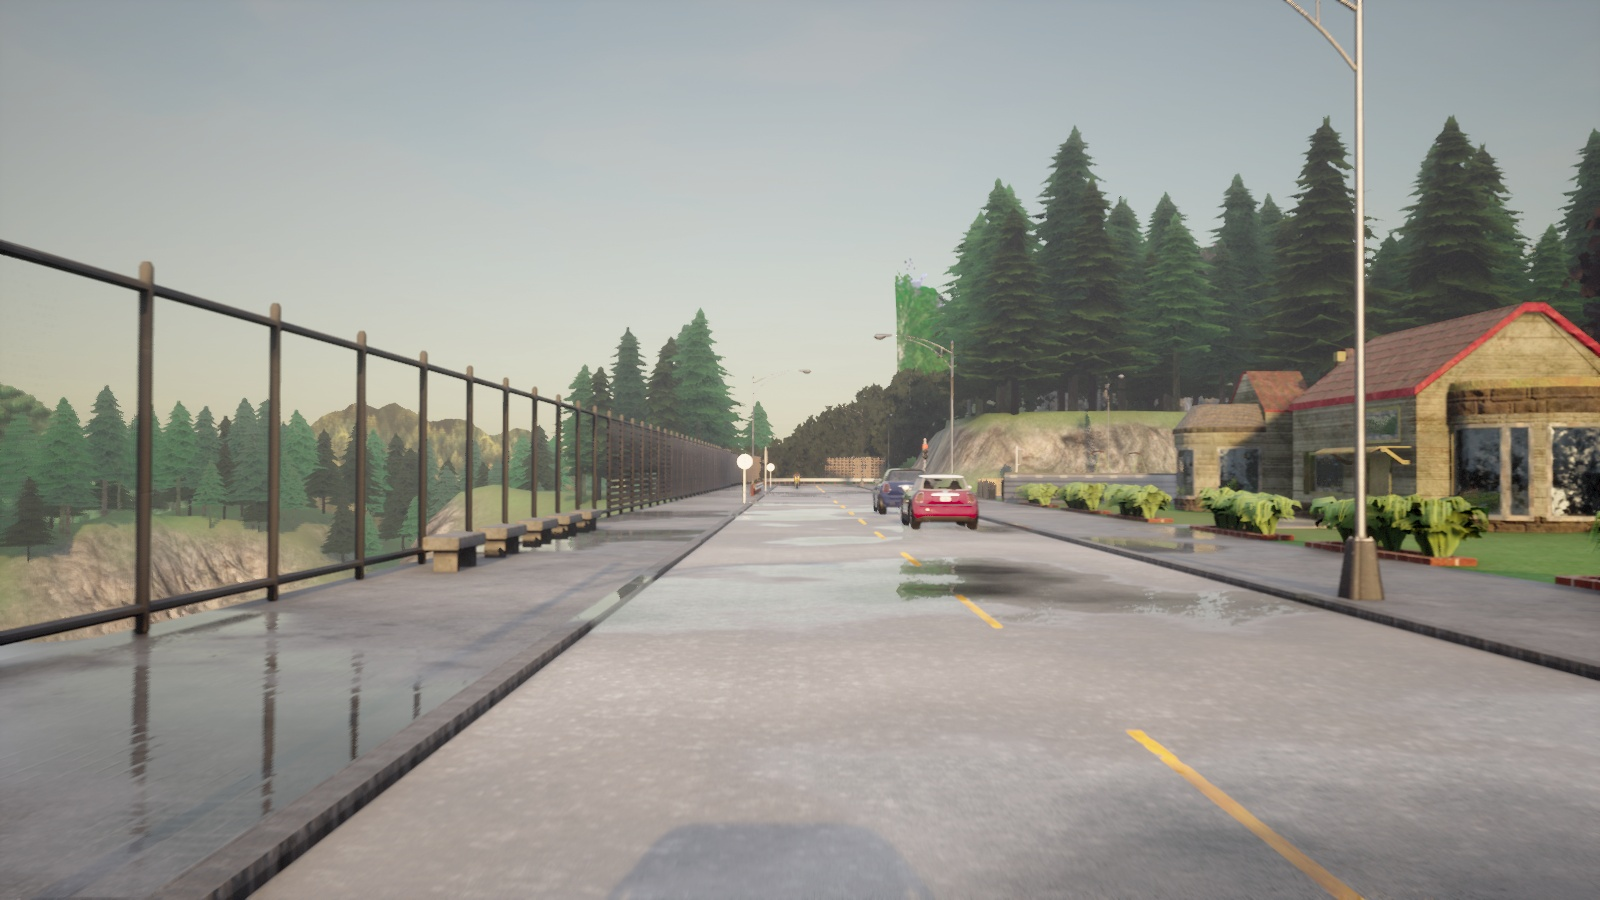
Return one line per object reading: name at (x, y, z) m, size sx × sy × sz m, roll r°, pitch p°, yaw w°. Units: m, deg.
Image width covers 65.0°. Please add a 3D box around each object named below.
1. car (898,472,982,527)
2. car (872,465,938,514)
car at (3.914, 1.362, 35.695) m, size 1.970 × 1.475 × 3.806 m, roll 0°, pitch -1°, yaw 0°
car at (3.890, 1.450, 47.355) m, size 2.097 × 1.767 × 4.553 m, roll 0°, pitch -1°, yaw 0°
